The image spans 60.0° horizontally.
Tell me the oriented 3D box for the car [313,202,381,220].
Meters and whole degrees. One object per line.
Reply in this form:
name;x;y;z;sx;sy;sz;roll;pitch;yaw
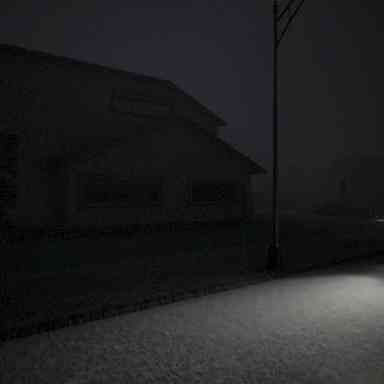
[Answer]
car;13.110;1.547;28.559;2.033;1.411;5.357;0;0;-35
